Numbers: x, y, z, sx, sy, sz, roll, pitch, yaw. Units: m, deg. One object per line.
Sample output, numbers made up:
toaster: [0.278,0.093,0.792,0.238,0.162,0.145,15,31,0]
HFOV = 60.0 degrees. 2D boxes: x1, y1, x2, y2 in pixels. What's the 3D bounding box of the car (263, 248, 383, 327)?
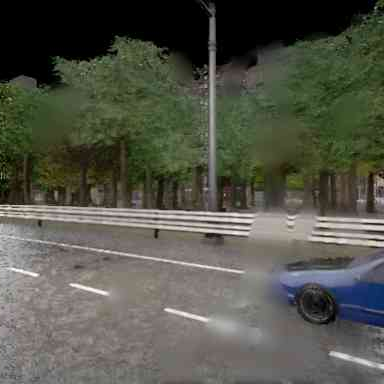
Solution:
car: [3.944,1.549,5.356,5.357,1.411,2.033,0,0,35]
